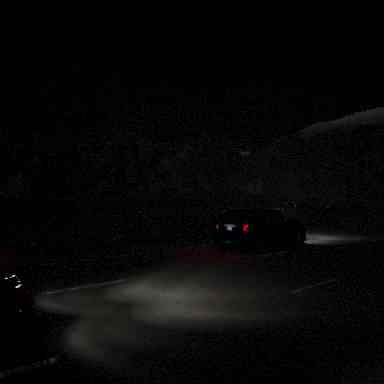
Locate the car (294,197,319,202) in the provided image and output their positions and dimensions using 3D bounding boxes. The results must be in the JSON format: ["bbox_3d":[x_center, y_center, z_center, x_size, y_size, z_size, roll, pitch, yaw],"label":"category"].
[{"bbox_3d":[18.276,1.745,51.440,2.150,2.045,5.566,-1,-1,37],"label":"car"}]

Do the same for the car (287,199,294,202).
[{"bbox_3d":[17.203,1.946,55.997,2.097,1.767,4.553,-1,-1,36],"label":"car"}]

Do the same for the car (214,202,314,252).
[{"bbox_3d":[3.179,1.526,15.031,4.553,1.767,2.097,0,-1,-40],"label":"car"}]

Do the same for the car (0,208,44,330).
[{"bbox_3d":[-5.133,1.321,4.227,5.566,2.045,2.150,0,0,-35],"label":"car"}]

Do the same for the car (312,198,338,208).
[{"bbox_3d":[18.996,1.937,46.666,1.882,1.535,5.008,-1,-1,38],"label":"car"}]

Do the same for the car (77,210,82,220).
[{"bbox_3d":[-11.229,1.922,26.259,4.902,1.511,2.128,0,-1,-38],"label":"car"}]

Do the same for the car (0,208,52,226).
[{"bbox_3d":[-14.567,2.080,28.073,4.718,1.301,1.895,0,-1,-37],"label":"car"}]

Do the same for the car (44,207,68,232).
[{"bbox_3d":[-9.875,1.798,18.523,5.008,1.535,1.882,0,-1,-37],"label":"car"}]

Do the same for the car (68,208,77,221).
[{"bbox_3d":[-10.544,1.901,22.381,4.674,1.442,1.812,0,-1,-37],"label":"car"}]
